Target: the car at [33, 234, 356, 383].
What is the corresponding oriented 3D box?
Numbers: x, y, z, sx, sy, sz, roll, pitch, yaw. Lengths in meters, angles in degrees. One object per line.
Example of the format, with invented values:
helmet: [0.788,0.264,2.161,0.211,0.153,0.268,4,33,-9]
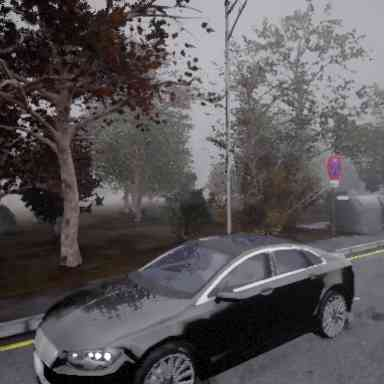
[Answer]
car: [0.433,1.442,4.786,4.902,1.511,2.128,-1,1,-36]
